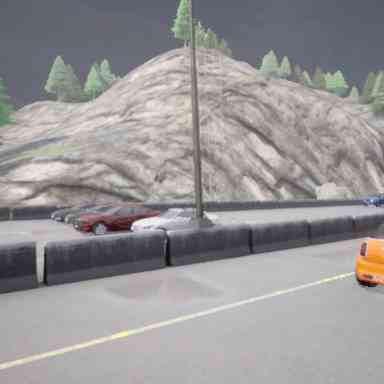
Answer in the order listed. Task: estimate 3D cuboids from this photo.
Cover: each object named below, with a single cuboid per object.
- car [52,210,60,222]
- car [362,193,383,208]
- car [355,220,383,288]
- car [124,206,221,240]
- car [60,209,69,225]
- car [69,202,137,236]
[{"bbox_3d":[-7.630,1.504,24.342,4.892,1.490,1.837,0,0,-35],"label":"car"},{"bbox_3d":[27.503,1.209,49.334,5.566,2.045,2.150,0,0,-35],"label":"car"},{"bbox_3d":[5.978,1.349,8.013,4.553,1.767,2.097,0,0,-35],"label":"car"},{"bbox_3d":[-0.677,1.524,16.404,4.674,1.442,1.812,0,0,-35],"label":"car"},{"bbox_3d":[-5.602,1.504,21.490,4.892,1.490,1.837,0,0,-35],"label":"car"},{"bbox_3d":[-3.863,1.476,18.431,5.008,1.535,1.882,0,0,-35],"label":"car"}]
